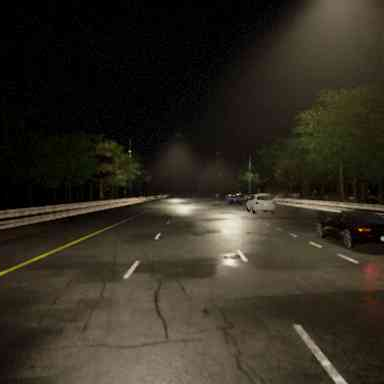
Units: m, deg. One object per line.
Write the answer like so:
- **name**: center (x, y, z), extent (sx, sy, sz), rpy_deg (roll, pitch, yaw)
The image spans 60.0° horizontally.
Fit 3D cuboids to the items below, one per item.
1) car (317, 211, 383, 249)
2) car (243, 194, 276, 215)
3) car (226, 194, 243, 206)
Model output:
- **car**: center (7.013, 1.534, 14.392), extent (1.812, 1.442, 4.674), rpy_deg (0, 0, 0)
- **car**: center (7.034, 1.239, 34.373), extent (2.150, 2.045, 5.566), rpy_deg (0, 0, 0)
- **car**: center (7.057, 1.346, 56.452), extent (2.097, 1.767, 4.553), rpy_deg (0, 0, 0)
